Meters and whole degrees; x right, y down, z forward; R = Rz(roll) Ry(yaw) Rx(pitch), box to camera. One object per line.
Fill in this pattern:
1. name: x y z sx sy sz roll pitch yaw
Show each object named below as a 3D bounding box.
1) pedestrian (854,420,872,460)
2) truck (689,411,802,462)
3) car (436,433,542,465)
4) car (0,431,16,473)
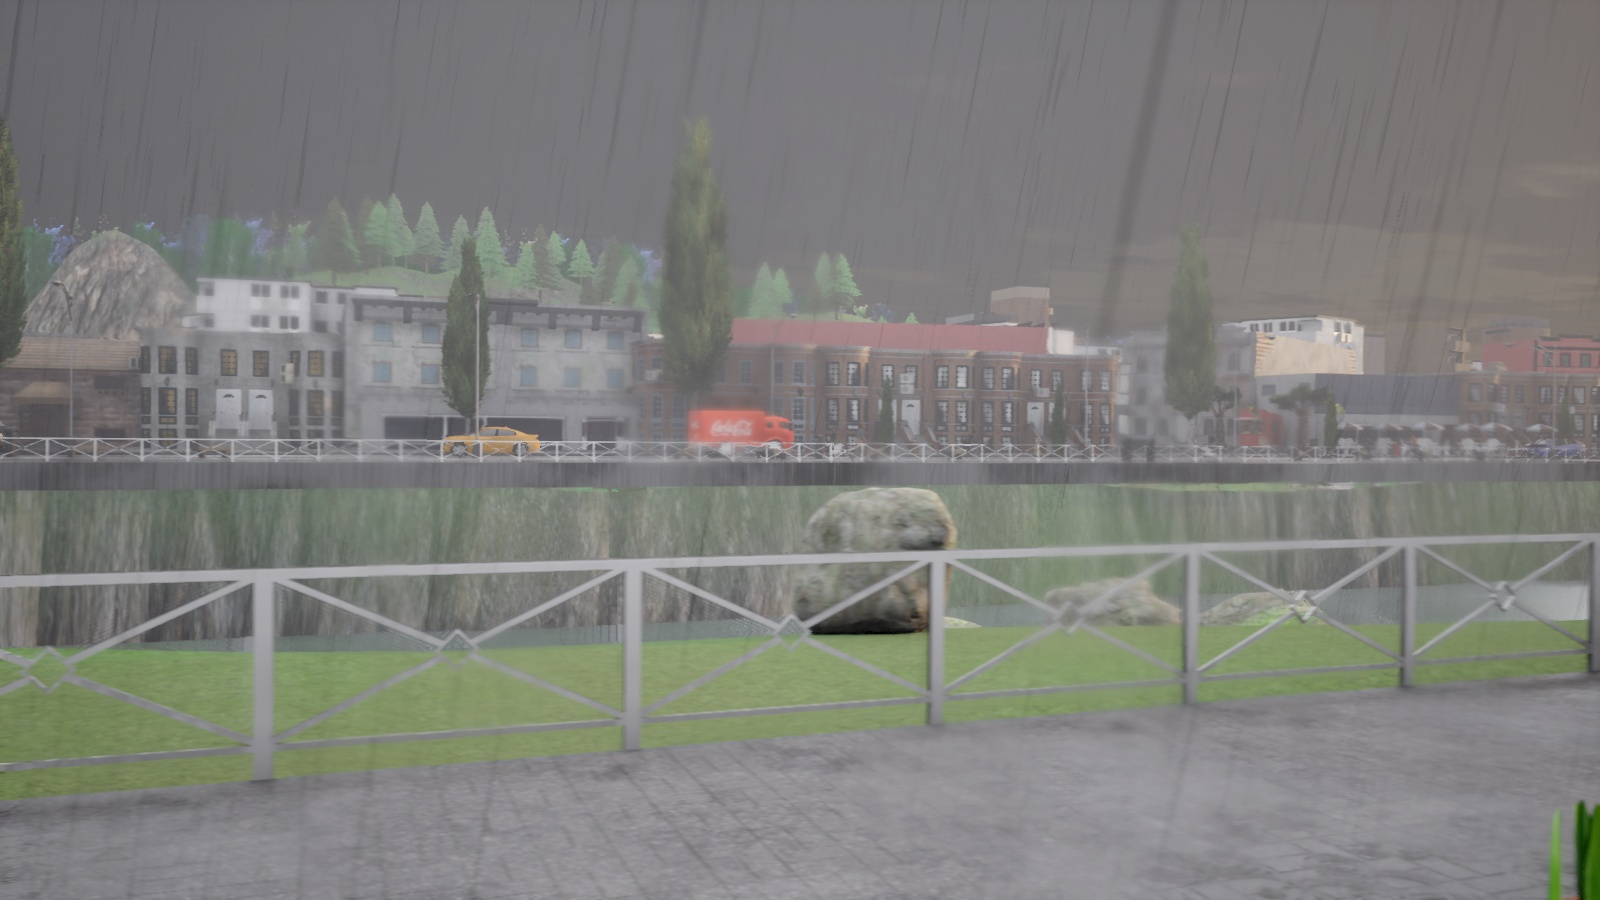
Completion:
1. pedestrian: 2.887 -0.461 57.616 0.694 1.848 0.540 -1 1 -8
2. truck: -2.787 -0.706 64.380 5.204 2.467 2.627 -1 1 -21
3. car: -15.786 -0.090 63.724 5.008 1.535 1.882 -1 1 -21
4. car: -37.540 0.118 55.456 4.605 1.855 1.932 -1 1 -21
